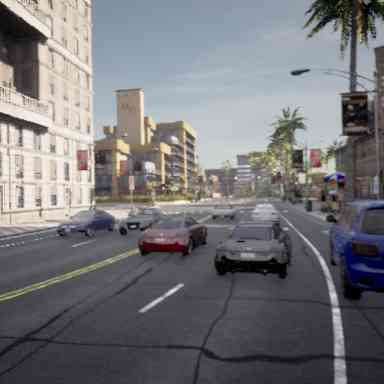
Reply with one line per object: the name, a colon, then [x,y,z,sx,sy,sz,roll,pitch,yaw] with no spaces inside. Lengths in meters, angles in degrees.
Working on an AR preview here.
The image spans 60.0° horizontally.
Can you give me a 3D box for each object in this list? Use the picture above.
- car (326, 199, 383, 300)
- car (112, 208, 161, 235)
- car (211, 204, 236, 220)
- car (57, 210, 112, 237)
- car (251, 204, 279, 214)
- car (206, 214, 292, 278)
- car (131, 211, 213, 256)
car: [4.641,1.171,8.109,2.150,2.045,5.566,-2,0,18]
car: [-2.768,1.685,19.831,1.994,1.385,4.181,-1,0,11]
car: [2.977,1.757,30.250,1.895,1.301,4.718,-1,0,11]
car: [-6.249,1.828,20.296,1.812,1.442,4.674,-1,-1,12]
car: [5.245,1.582,23.972,1.812,1.442,4.674,-1,0,12]
car: [2.036,1.594,10.422,1.994,1.385,4.181,-1,0,17]
car: [-0.634,1.684,13.866,1.994,1.385,4.181,-1,0,15]
